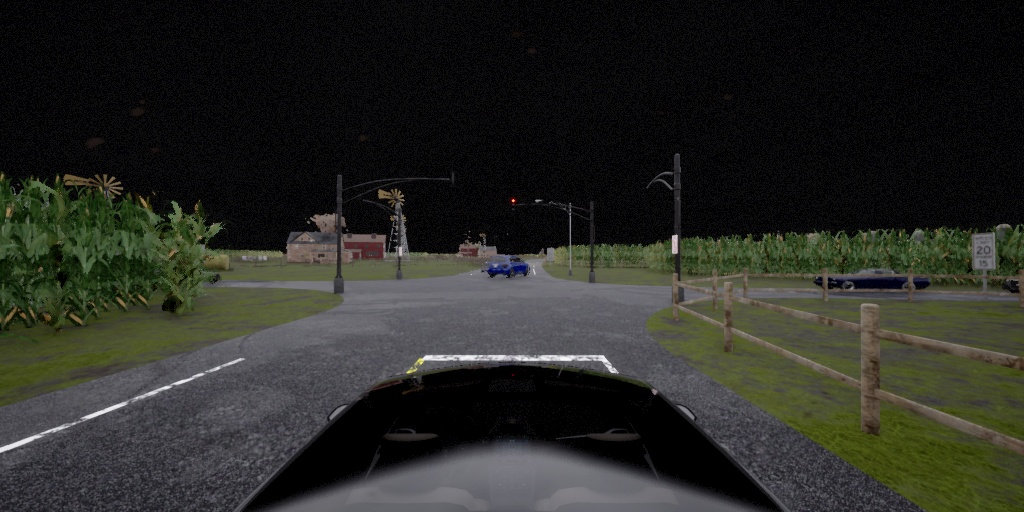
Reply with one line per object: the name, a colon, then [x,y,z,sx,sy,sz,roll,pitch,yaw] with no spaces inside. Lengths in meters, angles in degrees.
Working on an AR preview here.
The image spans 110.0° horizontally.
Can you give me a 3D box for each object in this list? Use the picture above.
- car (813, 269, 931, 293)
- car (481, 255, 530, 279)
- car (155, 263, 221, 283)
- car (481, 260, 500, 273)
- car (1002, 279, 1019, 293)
car: [20.381,1.401,20.565,4.718,1.301,1.895,0,-1,9]
car: [-0.271,0.969,33.100,2.150,2.045,5.566,1,0,26]
car: [-22.973,1.207,25.058,4.892,1.490,1.837,1,-1,9]
car: [-2.595,1.271,43.898,1.812,1.442,4.674,0,0,3]
car: [29.349,1.377,19.016,4.181,1.385,1.994,0,-1,10]
